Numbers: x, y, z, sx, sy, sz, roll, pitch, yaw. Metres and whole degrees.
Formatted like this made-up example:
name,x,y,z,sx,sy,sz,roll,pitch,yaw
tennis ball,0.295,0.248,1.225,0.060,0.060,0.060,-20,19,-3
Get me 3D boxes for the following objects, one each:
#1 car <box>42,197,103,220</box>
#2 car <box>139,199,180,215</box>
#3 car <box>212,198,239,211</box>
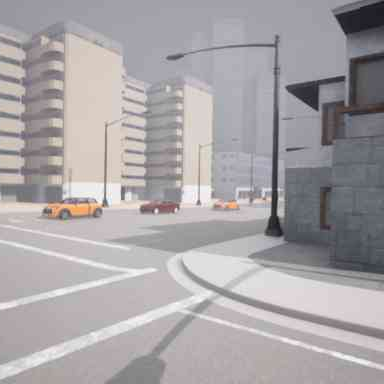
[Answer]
name,x,y,z,sx,sy,sz,roll,pitch,yaw
car,-9.295,1.175,26.070,2.097,1.767,4.553,2,0,36
car,-3.254,1.466,34.398,1.882,1.535,5.008,2,0,36
car,4.614,1.639,45.212,2.097,1.767,4.553,2,0,35
